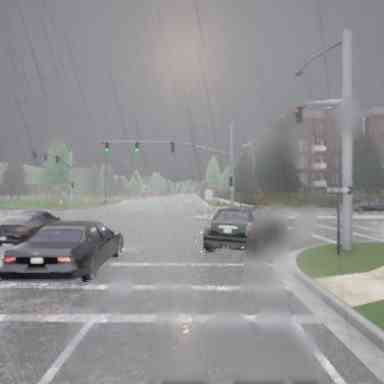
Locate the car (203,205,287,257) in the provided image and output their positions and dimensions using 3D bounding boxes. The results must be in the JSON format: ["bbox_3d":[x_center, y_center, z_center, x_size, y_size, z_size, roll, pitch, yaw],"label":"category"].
[{"bbox_3d":[2.270,1.355,13.299,2.097,1.767,4.553,0,0,29],"label":"car"}]

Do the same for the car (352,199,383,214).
[{"bbox_3d":[19.112,1.498,35.568,4.902,1.511,2.128,0,0,0],"label":"car"}]

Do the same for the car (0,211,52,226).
[{"bbox_3d":[-6.906,1.528,14.451,1.812,1.442,4.674,0,0,0],"label":"car"}]

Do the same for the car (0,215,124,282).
[{"bbox_3d":[-3.405,1.550,9.811,2.033,1.411,5.357,0,0,0],"label":"car"}]
